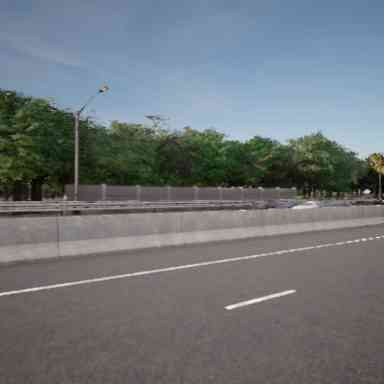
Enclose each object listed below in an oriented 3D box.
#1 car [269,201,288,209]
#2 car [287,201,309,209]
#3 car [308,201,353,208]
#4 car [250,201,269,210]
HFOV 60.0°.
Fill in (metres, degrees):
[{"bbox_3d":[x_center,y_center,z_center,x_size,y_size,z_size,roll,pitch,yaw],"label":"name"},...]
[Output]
[{"bbox_3d":[11.250,1.737,37.806,4.181,1.385,1.994,0,0,-35],"label":"car"},{"bbox_3d":[12.308,1.694,34.268,4.674,1.442,1.812,0,0,-35],"label":"car"},{"bbox_3d":[13.214,1.667,30.619,4.892,1.490,1.837,0,0,-35],"label":"car"},{"bbox_3d":[9.001,1.735,40.498,4.181,1.385,1.994,0,0,-36],"label":"car"}]
